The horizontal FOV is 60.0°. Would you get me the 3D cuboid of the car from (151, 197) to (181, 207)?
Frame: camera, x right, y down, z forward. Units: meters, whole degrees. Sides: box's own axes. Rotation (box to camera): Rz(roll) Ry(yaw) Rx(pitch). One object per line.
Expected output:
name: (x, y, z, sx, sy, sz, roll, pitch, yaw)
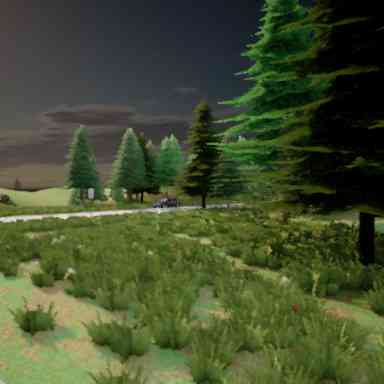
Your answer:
car: (-3.446, 1.524, 44.723, 1.837, 1.490, 4.892, 0, 0, 35)
